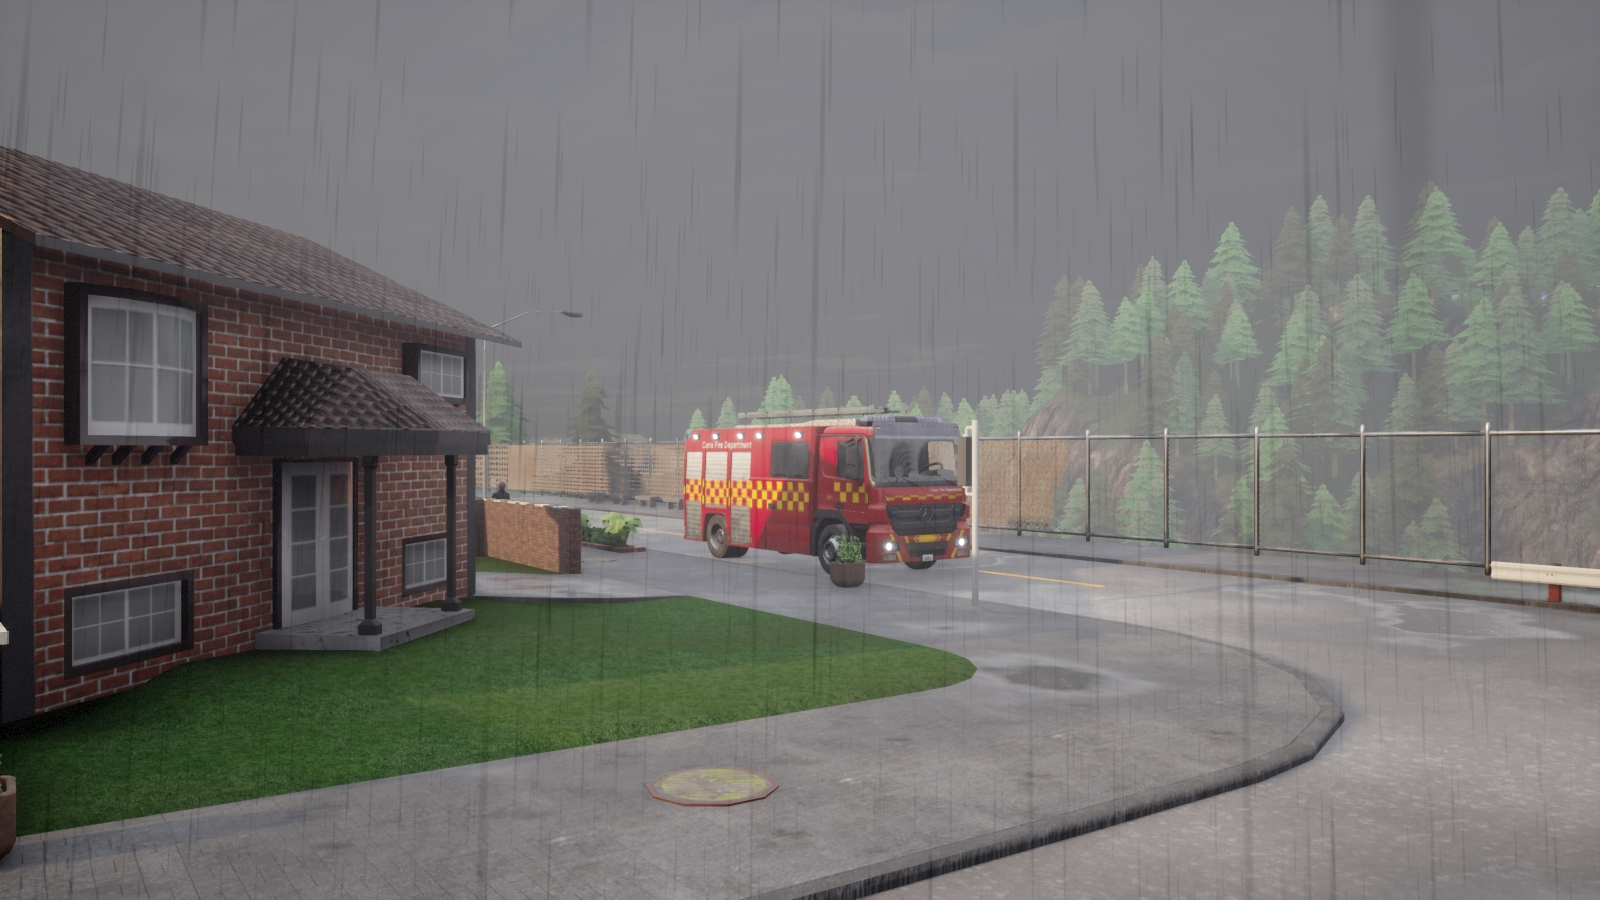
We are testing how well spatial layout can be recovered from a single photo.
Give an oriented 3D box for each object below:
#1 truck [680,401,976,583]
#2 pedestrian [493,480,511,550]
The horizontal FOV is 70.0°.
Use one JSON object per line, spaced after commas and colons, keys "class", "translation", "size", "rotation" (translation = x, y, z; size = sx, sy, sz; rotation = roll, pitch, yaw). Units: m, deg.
{"class": "truck", "translation": [0.353, 0.890, 28.322], "size": [2.891, 3.827, 8.468], "rotation": [0, 0, -35]}
{"class": "pedestrian", "translation": [-8.003, 1.745, 30.689], "size": [0.375, 1.860, 0.375], "rotation": [0, 0, -34]}
